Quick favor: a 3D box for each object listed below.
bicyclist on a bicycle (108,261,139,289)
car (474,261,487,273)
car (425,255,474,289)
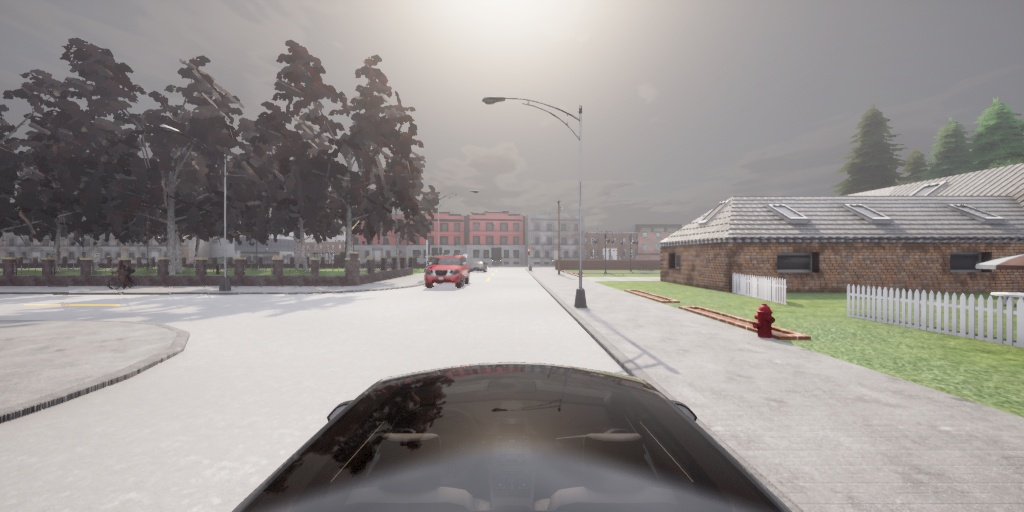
[{"bbox_3d":[-22.639,1.099,20.917,0.582,1.620,1.656,0,0,0],"label":"bicyclist on a bicycle"},{"bbox_3d":[-4.081,1.314,42.885,1.994,1.385,4.181,0,0,0],"label":"car"},{"bbox_3d":[-4.123,0.971,23.766,2.150,2.045,5.566,0,0,1],"label":"car"}]
